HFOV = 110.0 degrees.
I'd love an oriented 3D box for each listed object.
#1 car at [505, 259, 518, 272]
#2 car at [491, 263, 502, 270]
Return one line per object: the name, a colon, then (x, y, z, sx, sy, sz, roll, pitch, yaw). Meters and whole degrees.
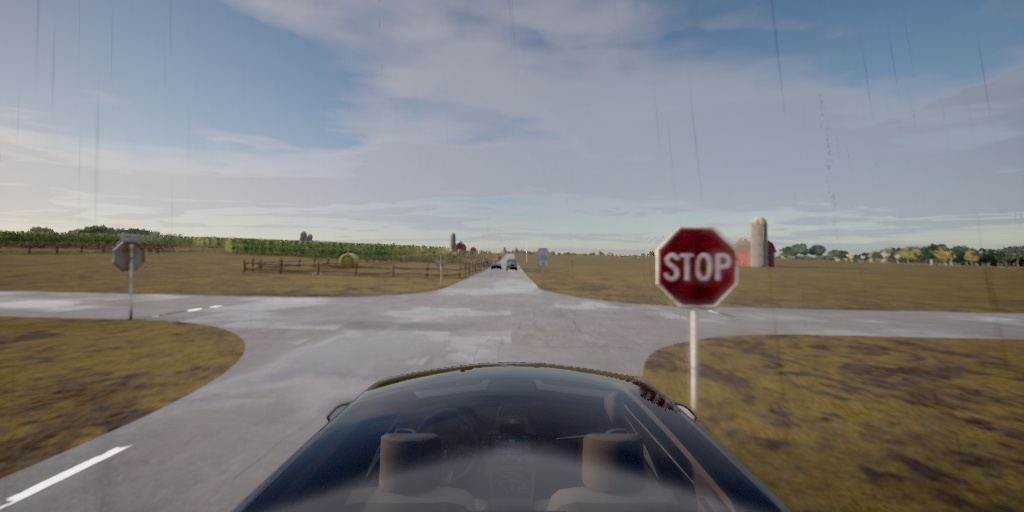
car: (-0.018, 1.750, 58.799, 1.837, 1.490, 4.892, 0, 0, 0)
car: (-2.769, 1.842, 64.595, 1.895, 1.301, 4.718, 0, 0, 0)
